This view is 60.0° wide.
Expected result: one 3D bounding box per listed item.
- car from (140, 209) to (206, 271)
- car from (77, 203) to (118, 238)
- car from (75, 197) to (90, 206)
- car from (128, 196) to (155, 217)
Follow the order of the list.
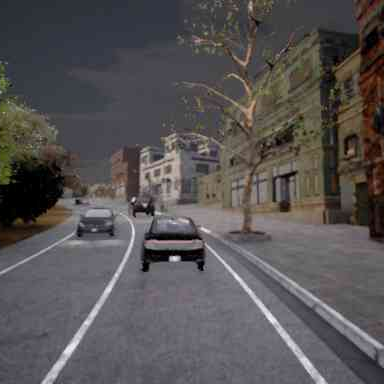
[{"bbox_3d":[-0.668,1.550,11.175,2.128,1.511,4.902,0,0,-5],"label":"car"},{"bbox_3d":[-5.106,1.582,18.400,1.812,1.442,4.674,1,0,-10],"label":"car"},{"bbox_3d":[-19.073,1.620,57.798,2.128,1.511,4.902,3,-1,-29],"label":"car"},{"bbox_3d":[-5.232,1.428,34.105,2.150,2.045,5.566,2,-1,-17],"label":"car"}]
